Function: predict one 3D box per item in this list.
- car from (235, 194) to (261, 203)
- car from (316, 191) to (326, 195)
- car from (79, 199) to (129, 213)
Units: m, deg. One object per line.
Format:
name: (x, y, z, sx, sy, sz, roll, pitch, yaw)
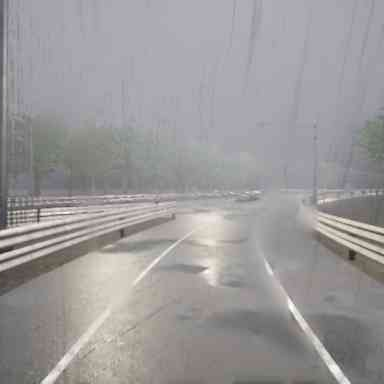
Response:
car: (8.738, 0.941, 51.613, 2.033, 1.411, 5.357, 1, 2, 38)
car: (30.985, 0.323, 80.395, 1.895, 1.301, 4.718, 1, 1, 38)
car: (-7.867, 1.379, 30.110, 2.128, 1.511, 4.902, 1, 1, 38)
